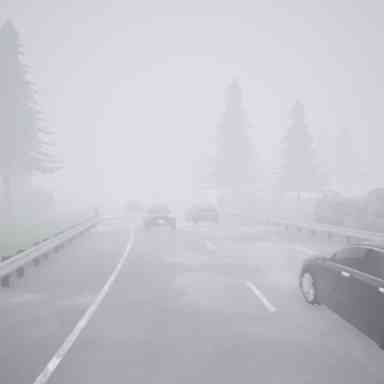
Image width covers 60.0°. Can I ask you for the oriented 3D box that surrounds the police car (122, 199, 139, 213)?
[{"bbox_3d":[-7.353,1.672,40.432,1.930,1.638,5.238,0,0,-20],"label":"police car"}]

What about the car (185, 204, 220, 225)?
[{"bbox_3d":[0.698,1.625,25.166,2.128,1.511,4.902,0,0,-12],"label":"car"}]

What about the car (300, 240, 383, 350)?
[{"bbox_3d":[3.323,1.521,5.308,1.837,1.490,4.892,0,0,-3],"label":"car"}]

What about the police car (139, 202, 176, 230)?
[{"bbox_3d":[-2.313,1.634,22.419,2.038,1.542,4.974,0,0,-11],"label":"police car"}]
